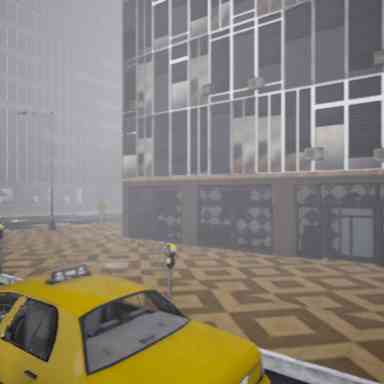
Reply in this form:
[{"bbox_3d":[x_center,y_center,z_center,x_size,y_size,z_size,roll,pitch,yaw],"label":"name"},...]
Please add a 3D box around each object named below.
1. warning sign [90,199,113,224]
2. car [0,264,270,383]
[{"bbox_3d":[-6.990,1.463,25.760,1.300,1.860,1.060,1,1,33],"label":"warning sign"},{"bbox_3d":[-1.578,1.527,3.846,4.829,1.417,1.752,0,0,35],"label":"car"}]
